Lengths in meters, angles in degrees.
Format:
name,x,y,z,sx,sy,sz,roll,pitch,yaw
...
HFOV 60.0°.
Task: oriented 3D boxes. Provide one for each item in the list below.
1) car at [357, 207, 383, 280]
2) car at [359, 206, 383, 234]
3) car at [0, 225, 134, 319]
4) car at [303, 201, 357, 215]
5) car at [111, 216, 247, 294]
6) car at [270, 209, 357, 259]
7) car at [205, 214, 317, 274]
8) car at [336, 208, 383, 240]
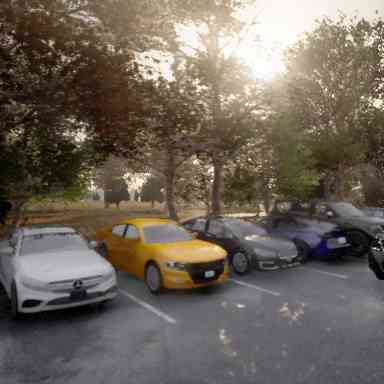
name,x,y,z,sx,sy,sz,roll,pitch,yaw
car,7.085,1.320,9.044,5.566,2.045,2.150,1,0,-35
car,12.549,1.665,19.002,2.097,1.535,5.008,1,0,-35
car,-3.327,1.536,7.689,2.002,1.452,4.674,1,0,-35
car,8.030,1.493,15.748,2.185,1.767,4.553,1,0,-35
car,-1.061,1.521,9.309,2.097,1.535,5.008,1,0,-35
car,3.458,1.601,12.561,2.163,1.488,4.792,1,0,-35
car,1.206,1.547,10.927,2.231,1.521,4.892,1,0,-36
car,10.277,1.682,17.392,2.002,1.452,4.674,1,0,-35
